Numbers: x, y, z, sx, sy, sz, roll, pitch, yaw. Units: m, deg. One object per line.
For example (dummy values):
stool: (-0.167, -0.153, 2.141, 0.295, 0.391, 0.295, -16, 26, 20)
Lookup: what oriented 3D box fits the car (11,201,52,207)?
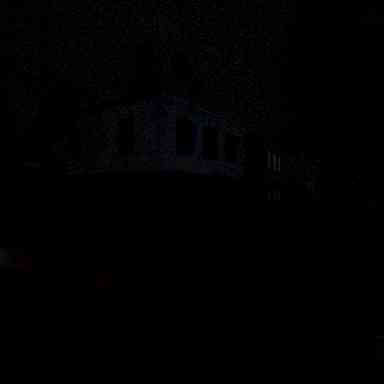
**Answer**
car: (-14.643, 1.528, 29.155, 2.033, 1.411, 5.357, 0, 0, 29)
